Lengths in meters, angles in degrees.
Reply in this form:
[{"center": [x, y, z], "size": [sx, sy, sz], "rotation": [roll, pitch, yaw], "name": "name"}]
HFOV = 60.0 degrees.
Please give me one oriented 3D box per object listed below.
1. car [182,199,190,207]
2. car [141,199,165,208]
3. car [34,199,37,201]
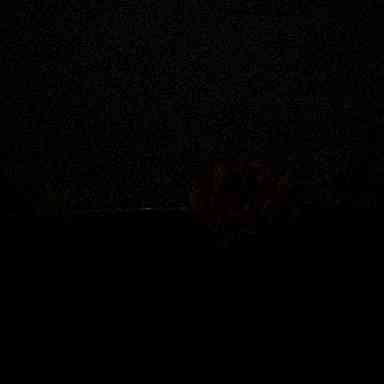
[{"center": [0.138, 2.056, 61.812], "size": [1.837, 1.490, 4.892], "rotation": [-1, -1, 36], "name": "car"}, {"center": [-6.782, 2.043, 58.384], "size": [1.837, 1.490, 4.892], "rotation": [-1, -2, 36], "name": "car"}, {"center": [-19.789, 1.647, 40.343], "size": [2.097, 1.767, 4.553], "rotation": [-1, -1, 36], "name": "car"}]
